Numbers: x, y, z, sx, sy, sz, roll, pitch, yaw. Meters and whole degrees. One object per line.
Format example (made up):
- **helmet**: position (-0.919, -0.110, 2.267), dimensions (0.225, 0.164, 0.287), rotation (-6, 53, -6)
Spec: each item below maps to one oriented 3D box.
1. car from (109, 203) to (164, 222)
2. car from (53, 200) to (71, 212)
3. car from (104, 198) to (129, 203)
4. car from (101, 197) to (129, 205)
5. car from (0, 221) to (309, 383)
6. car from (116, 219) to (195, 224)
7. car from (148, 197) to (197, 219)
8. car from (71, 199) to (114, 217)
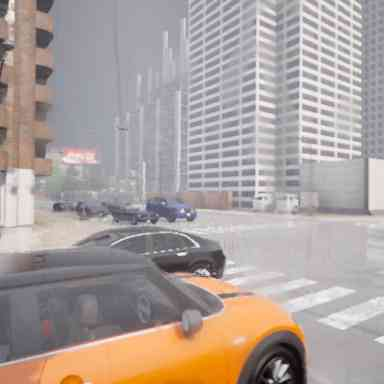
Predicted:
- **car**: position (-4.376, 1.768, 25.516), dimensions (1.895, 1.301, 4.718), rotation (1, 0, -36)
- **car**: position (-15.867, 1.735, 41.387), dimensions (1.994, 1.385, 4.181), rotation (1, 0, -35)
- **car**: position (-7.567, 1.707, 35.868), dimensions (1.837, 1.490, 4.892), rotation (1, 0, -36)
- **car**: position (-15.445, 1.810, 66.703), dimensions (4.902, 1.511, 2.128), rotation (1, 0, -36)
- **car**: position (-0.910, 1.363, 3.299), dimensions (4.553, 1.767, 2.097), rotation (1, 0, -35)
- **car**: position (-1.462, 1.535, 7.207), dimensions (4.892, 1.490, 1.837), rotation (1, -1, -35)
- **car**: position (-1.883, 1.422, 28.047), dimensions (2.150, 2.045, 5.566), rotation (1, 0, -36)
- **car**: position (-10.044, 1.716, 33.319), dimensions (2.033, 1.411, 5.357), rotation (1, 0, -36)
